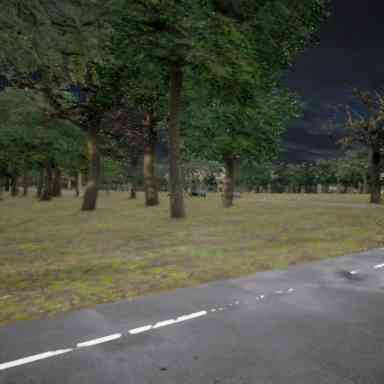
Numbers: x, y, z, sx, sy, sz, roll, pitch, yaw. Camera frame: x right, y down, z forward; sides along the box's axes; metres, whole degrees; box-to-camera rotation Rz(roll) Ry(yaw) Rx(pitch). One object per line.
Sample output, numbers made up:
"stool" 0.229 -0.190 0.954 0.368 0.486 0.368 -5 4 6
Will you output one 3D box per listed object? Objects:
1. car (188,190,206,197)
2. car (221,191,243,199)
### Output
"car" 1.178 0.250 73.887 2.097 1.767 4.553 2 -1 -36
"car" 7.735 0.614 64.774 2.128 1.511 4.902 2 -1 -36
